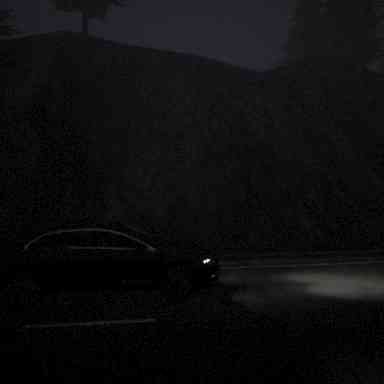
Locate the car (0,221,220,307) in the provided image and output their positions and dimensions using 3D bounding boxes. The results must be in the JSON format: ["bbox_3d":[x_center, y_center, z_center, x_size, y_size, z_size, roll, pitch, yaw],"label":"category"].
[{"bbox_3d":[-1.857,1.405,7.260,4.902,1.511,2.128,0,1,-8],"label":"car"}]
